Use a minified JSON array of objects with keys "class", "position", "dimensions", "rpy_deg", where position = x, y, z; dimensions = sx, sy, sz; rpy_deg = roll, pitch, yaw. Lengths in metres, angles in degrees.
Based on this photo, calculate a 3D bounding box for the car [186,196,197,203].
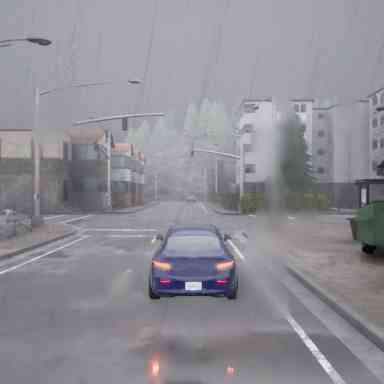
[{"class":"car","position":[-0.143,1.526,66.933],"dimensions":[1.812,1.442,4.674],"rpy_deg":[0,0,0]}]

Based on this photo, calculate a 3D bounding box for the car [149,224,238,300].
[{"class":"car","position":[0.040,1.526,8.290],"dimensions":[1.812,1.442,4.674],"rpy_deg":[0,0,0]}]
